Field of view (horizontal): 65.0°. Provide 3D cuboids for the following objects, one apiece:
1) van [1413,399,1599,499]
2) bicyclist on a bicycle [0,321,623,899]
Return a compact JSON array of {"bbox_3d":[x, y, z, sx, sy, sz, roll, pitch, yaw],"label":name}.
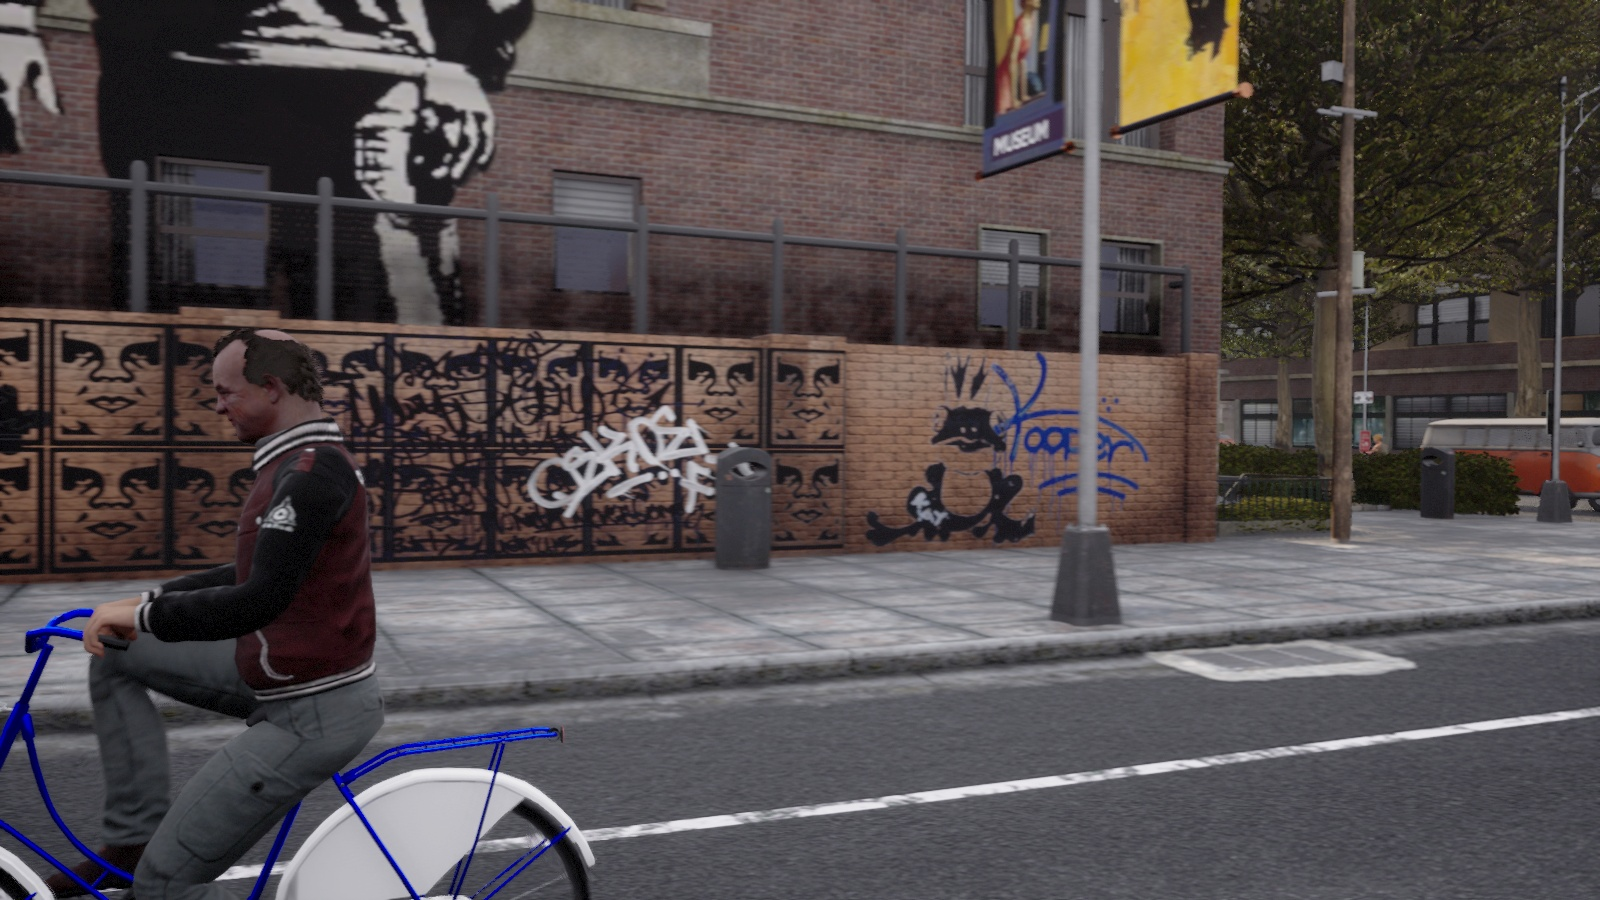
[{"bbox_3d":[15.824,-0.044,27.203,1.775,1.987,4.442,-1,1,-25],"label":"van"},{"bbox_3d":[-1.369,0.642,2.739,1.843,1.776,0.659,-1,1,-20],"label":"bicyclist on a bicycle"}]
